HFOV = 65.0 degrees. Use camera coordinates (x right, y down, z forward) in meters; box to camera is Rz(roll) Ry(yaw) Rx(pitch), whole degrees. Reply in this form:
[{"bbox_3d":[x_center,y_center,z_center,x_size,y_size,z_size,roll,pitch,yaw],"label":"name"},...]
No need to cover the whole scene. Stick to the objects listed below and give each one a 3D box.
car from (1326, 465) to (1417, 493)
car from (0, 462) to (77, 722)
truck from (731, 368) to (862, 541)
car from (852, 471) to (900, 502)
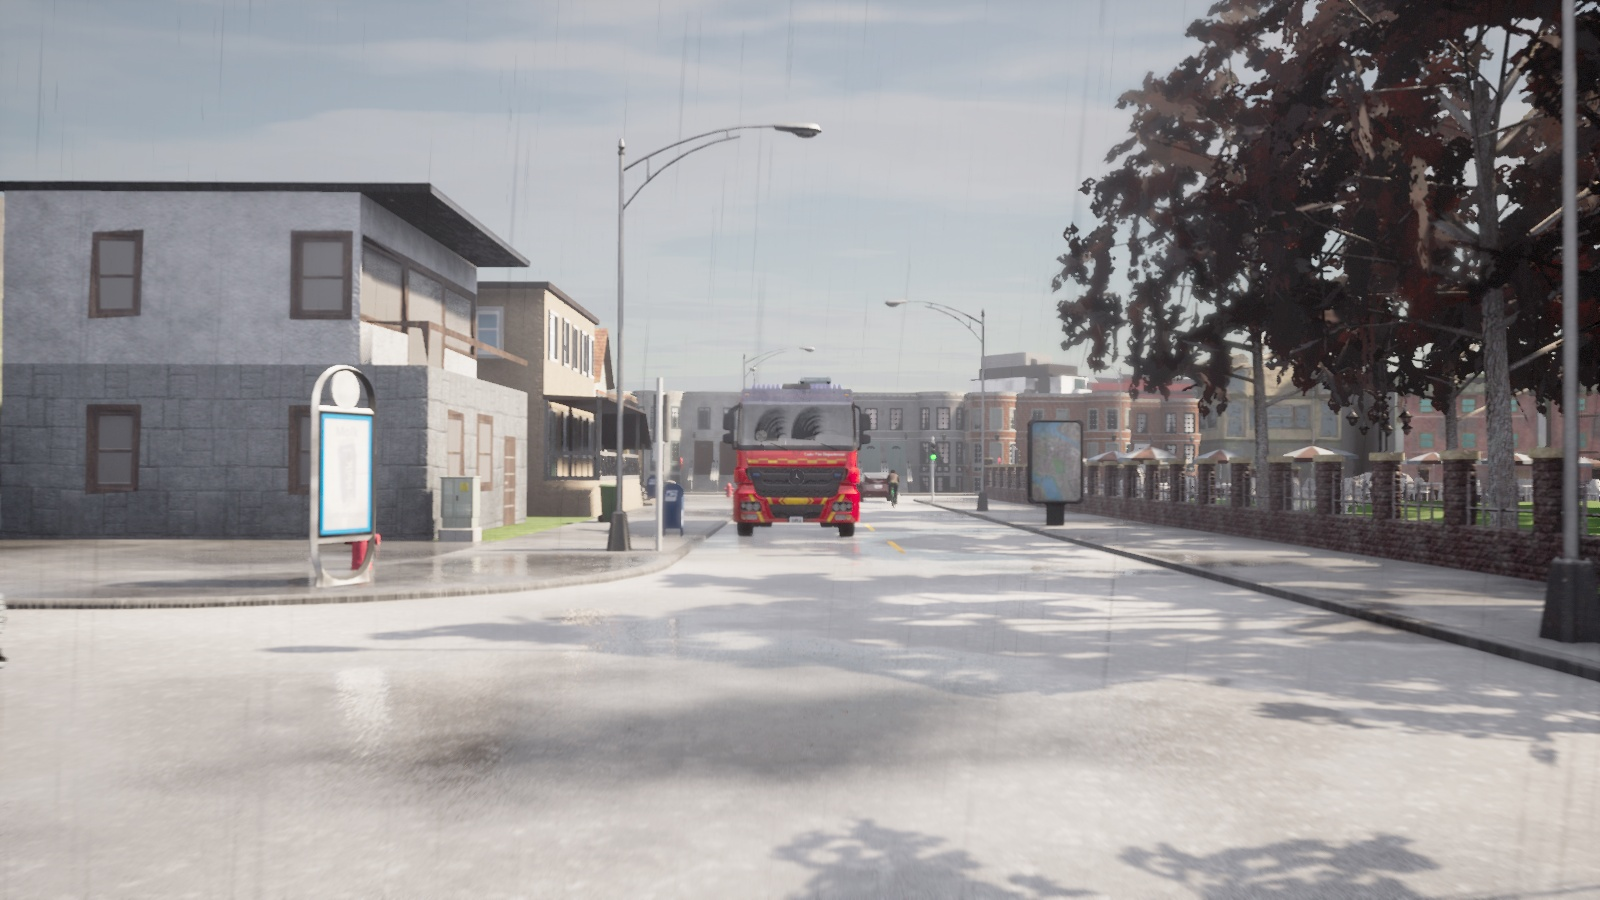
[{"bbox_3d":[35.268,1.782,77.572,4.611,1.667,2.242,0,-1,0],"label":"car"},{"bbox_3d":[-7.500,0.900,7.778,4.856,1.649,2.033,0,-1,0],"label":"car"},{"bbox_3d":[-0.083,0.175,32.181,2.891,3.827,8.468,0,-1,0],"label":"truck"},{"bbox_3d":[3.842,1.844,64.116,2.163,1.488,4.792,0,-1,0],"label":"car"}]
